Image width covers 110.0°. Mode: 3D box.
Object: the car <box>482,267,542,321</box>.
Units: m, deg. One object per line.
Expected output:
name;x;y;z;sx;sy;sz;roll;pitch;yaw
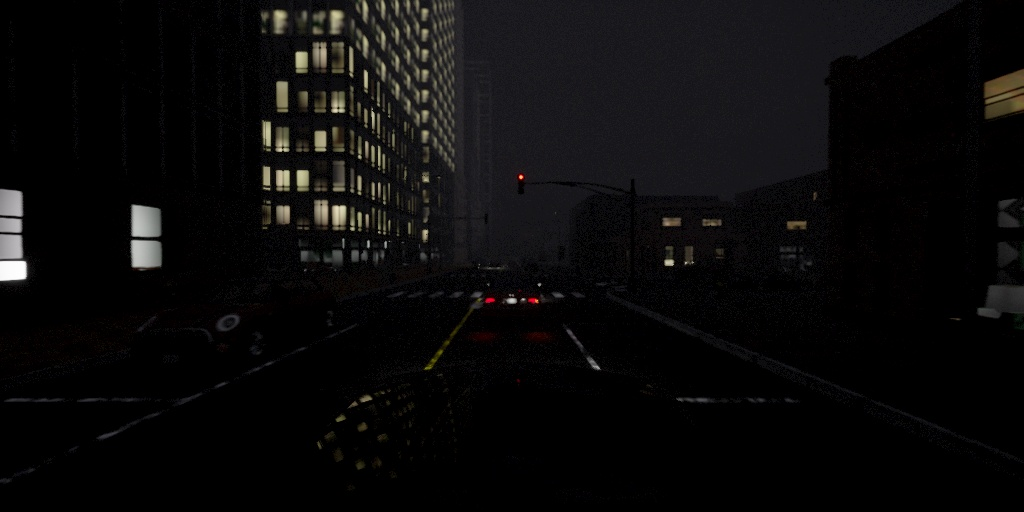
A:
car;0.068;1.289;12.440;2.033;1.411;5.357;0;0;2

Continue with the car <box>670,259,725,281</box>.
car;16.542;1.147;31.202;5.009;1.841;2.192;0;0;1

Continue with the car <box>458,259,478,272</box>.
car;-5.792;1.241;45.744;1.751;1.417;4.829;0;0;0

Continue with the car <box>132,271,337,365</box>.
car;-5.686;1.185;7.966;1.967;1.591;4.097;0;0;0

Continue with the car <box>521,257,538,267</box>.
car;2.731;1.151;51.496;1.967;1.591;4.097;0;0;0

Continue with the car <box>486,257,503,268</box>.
car;-2.996;1.181;61.893;1.882;1.535;5.008;0;0;1

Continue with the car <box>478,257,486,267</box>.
car;-5.607;1.269;62.846;1.948;1.339;4.313;0;0;0

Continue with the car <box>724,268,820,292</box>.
car;16.429;1.534;22.824;4.313;1.339;1.948;0;0;1

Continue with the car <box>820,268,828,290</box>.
car;21.976;1.460;22.748;4.097;1.591;1.967;0;0;1

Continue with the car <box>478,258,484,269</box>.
car;-5.617;1.277;51.557;1.948;1.339;4.313;0;0;0
